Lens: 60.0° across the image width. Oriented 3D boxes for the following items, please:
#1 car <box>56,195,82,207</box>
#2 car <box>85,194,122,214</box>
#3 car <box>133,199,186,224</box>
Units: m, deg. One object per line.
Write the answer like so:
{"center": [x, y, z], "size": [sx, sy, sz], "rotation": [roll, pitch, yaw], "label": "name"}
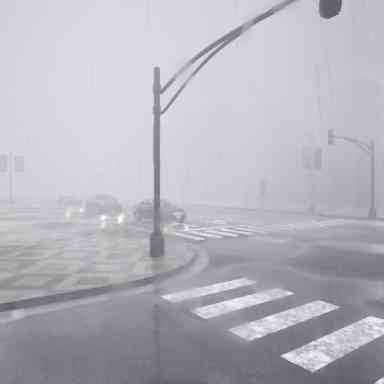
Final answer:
{"center": [-14.538, 1.053, 39.403], "size": [1.895, 1.301, 4.718], "rotation": [0, 1, -36], "label": "car"}
{"center": [-8.094, 0.964, 30.436], "size": [2.097, 1.767, 4.553], "rotation": [0, 1, -36], "label": "car"}
{"center": [-2.272, 1.244, 22.351], "size": [2.128, 1.511, 4.902], "rotation": [0, 1, -36], "label": "car"}
